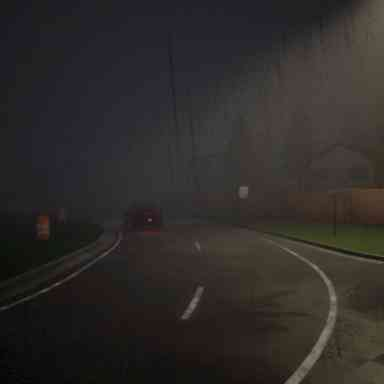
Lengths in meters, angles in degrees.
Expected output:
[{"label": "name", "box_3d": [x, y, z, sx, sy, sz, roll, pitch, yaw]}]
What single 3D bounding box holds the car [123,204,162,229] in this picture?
[{"label": "car", "box_3d": [-3.409, 1.537, 22.443, 1.882, 1.535, 5.008, 1, 0, -20]}]
